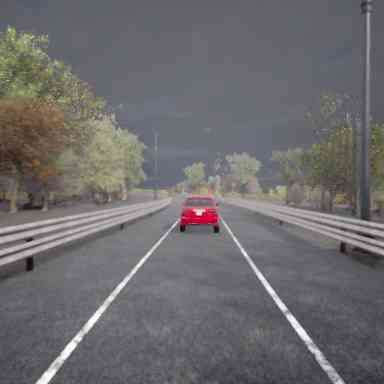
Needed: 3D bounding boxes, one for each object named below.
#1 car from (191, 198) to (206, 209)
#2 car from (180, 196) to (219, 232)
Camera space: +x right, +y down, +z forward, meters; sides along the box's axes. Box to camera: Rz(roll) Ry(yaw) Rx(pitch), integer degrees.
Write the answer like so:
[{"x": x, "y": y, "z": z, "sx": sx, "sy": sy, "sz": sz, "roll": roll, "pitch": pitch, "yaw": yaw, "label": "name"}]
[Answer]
[{"x": 0.845, "y": 1.595, "z": 47.061, "sx": 1.994, "sy": 1.385, "sz": 4.181, "roll": 0, "pitch": 0, "yaw": -2, "label": "car"}, {"x": 0.498, "y": 1.244, "z": 20.581, "sx": 2.150, "sy": 2.045, "sz": 5.566, "roll": 0, "pitch": 0, "yaw": 3, "label": "car"}]
